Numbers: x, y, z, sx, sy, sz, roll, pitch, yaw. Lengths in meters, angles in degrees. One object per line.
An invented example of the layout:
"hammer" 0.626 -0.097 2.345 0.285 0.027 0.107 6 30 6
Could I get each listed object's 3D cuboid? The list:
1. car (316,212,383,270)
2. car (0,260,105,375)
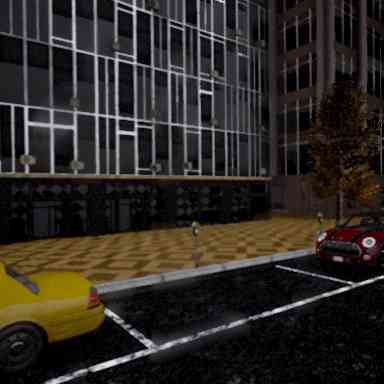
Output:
"car" 5.820 1.391 10.725 4.097 1.590 1.967 0 0 -36
"car" -3.570 1.528 4.022 4.829 1.417 1.752 0 0 -36
